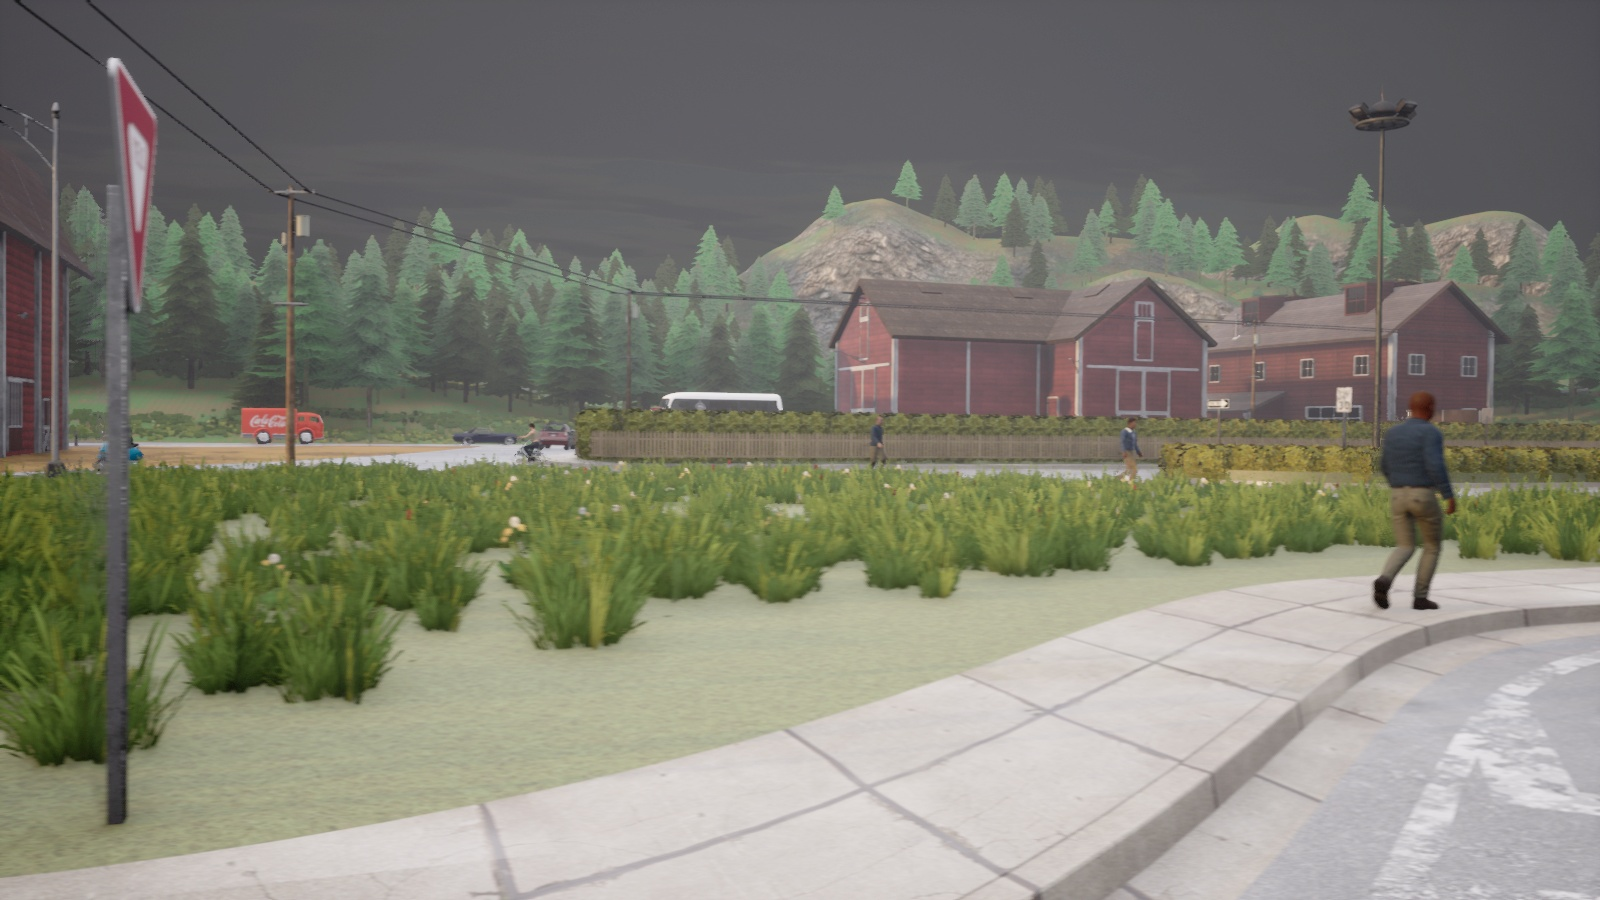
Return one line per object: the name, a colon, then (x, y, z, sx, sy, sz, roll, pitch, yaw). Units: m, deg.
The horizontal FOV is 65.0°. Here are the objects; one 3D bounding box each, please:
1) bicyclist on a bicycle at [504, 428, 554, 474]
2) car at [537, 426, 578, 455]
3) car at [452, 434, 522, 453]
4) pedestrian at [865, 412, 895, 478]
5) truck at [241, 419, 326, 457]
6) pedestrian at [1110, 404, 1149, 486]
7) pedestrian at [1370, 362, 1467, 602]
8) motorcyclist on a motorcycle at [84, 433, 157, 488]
bicyclist on a bicycle: (-9.793, 0.041, 45.348, 1.509, 1.612, 0.866, 1, 0, 26)
car: (-14.376, -0.570, 74.571, 1.851, 1.617, 3.988, -1, 1, -3)
car: (-22.525, -0.471, 90.266, 4.718, 1.301, 1.895, -1, 1, -20)
pedestrian: (2.241, -0.139, 35.166, 0.726, 1.842, 0.402, 0, 1, 40)
truck: (-35.206, -0.845, 85.718, 5.204, 2.467, 2.627, -1, 1, -20)
pedestrian: (7.996, -0.124, 30.471, 0.788, 1.949, 0.423, 0, 1, 41)
pedestrian: (4.911, 0.241, 9.966, 0.726, 1.835, 0.370, -1, 1, -32)
motorcyclist on a motorcycle: (-20.179, 0.297, 37.323, 0.866, 1.590, 1.817, 0, 1, 14)
